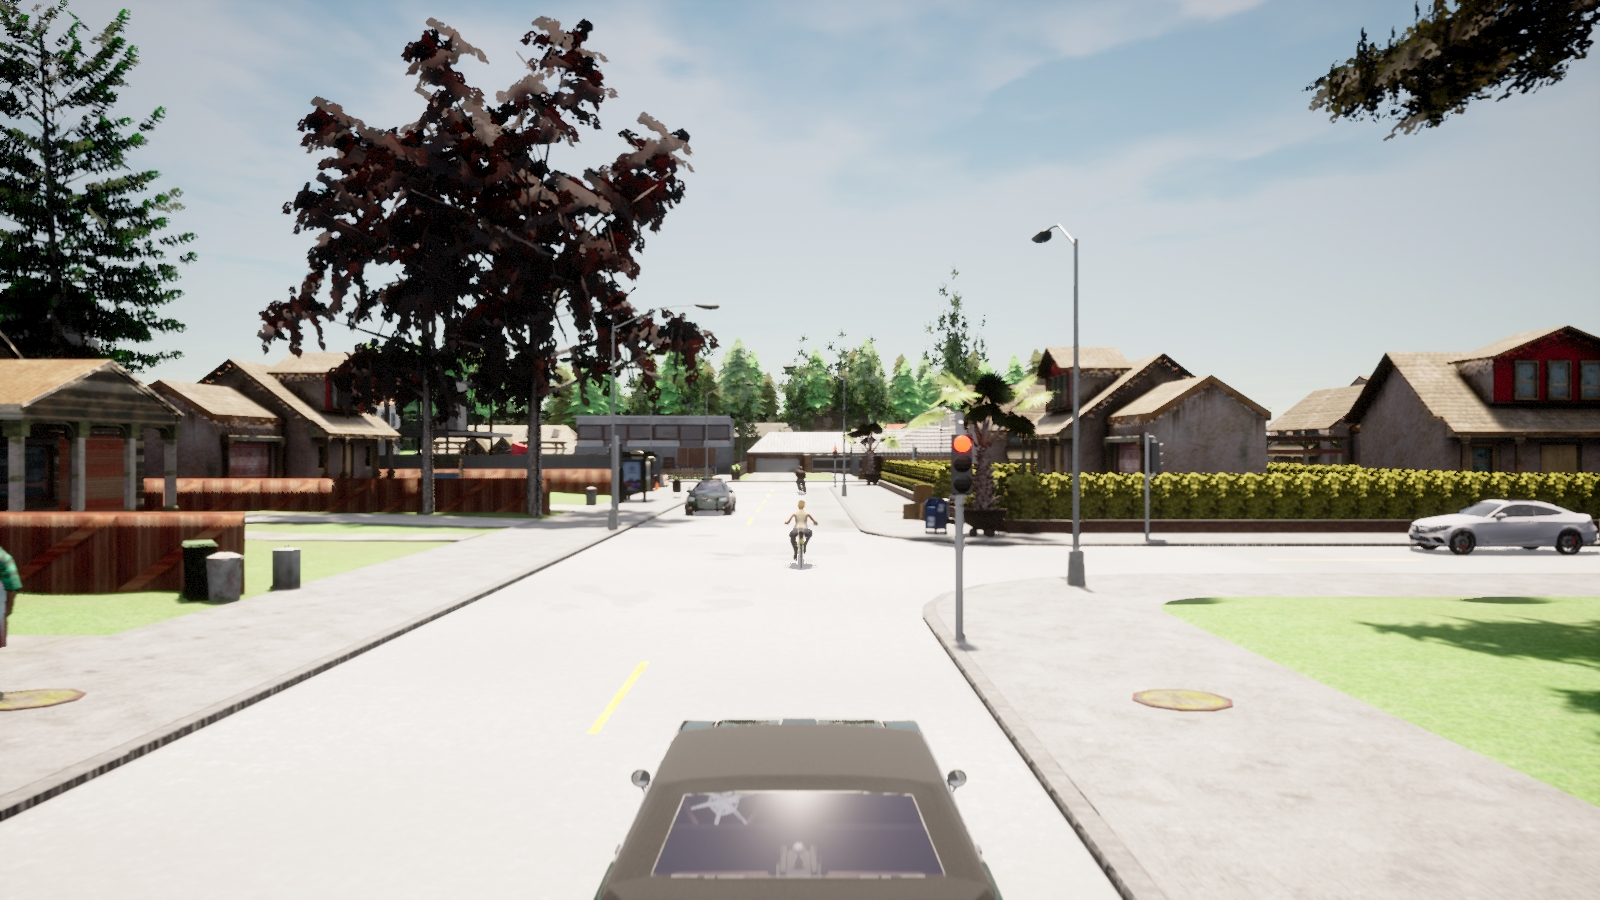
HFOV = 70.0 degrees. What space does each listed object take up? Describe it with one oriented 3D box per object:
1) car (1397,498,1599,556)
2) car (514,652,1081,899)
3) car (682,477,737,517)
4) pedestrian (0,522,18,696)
[{"bbox_3d":[19.173,2.081,31.241,4.674,1.442,2.002,0,0,0],"label":"car"},{"bbox_3d":[-0.007,2.155,6.150,1.895,1.301,4.718,0,0,0],"label":"car"},{"bbox_3d":[-3.932,2.038,50.580,2.038,1.542,4.974,0,0,0],"label":"car"},{"bbox_3d":[-8.810,1.725,12.413,0.375,1.860,0.375,0,0,1],"label":"pedestrian"}]
